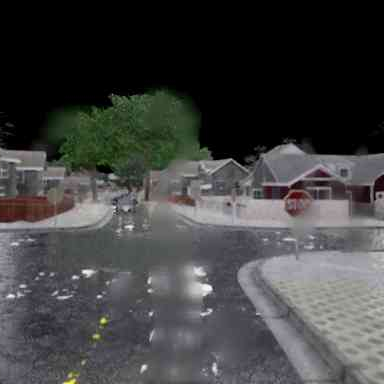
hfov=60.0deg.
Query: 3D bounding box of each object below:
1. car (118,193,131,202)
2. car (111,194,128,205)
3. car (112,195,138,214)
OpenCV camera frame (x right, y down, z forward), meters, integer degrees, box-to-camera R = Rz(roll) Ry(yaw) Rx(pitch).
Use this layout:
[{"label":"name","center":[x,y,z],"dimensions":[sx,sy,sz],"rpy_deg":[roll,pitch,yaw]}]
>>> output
[{"label":"car","center":[-13.633,1.107,67.160],"dimensions":[2.097,1.767,4.553],"rpy_deg":[0,0,-16]},{"label":"car","center":[-11.133,1.390,50.172],"dimensions":[1.994,1.385,4.181],"rpy_deg":[-1,0,-18]},{"label":"car","center":[-6.597,1.377,33.150],"dimensions":[2.128,1.511,4.902],"rpy_deg":[0,0,-12]}]
